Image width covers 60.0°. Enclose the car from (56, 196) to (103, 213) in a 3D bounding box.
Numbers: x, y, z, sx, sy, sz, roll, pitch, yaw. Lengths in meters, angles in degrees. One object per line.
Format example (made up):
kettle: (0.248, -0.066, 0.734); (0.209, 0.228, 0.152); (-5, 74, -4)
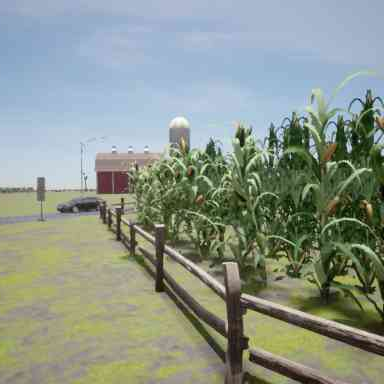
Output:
car: (-10.541, 1.158, 31.644); (1.837, 1.490, 4.892); (-1, 1, 30)
